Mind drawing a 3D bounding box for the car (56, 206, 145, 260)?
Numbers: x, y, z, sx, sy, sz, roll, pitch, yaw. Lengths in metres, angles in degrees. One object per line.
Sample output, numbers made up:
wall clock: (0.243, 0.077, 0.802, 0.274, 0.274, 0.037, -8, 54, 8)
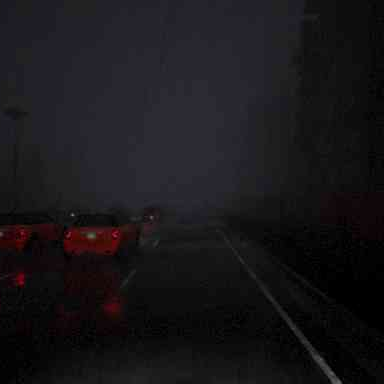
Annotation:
car: (-3.400, 1.546, 13.369, 2.097, 1.767, 4.553, 0, -1, 0)

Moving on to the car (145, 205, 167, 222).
car: (-3.391, 1.946, 30.464, 1.837, 1.490, 4.892, 0, -1, 0)

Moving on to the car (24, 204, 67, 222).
car: (-13.890, 1.940, 31.941, 1.882, 1.535, 5.008, 0, -1, 0)

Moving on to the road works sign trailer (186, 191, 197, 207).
road works sign trailer: (0.028, 1.541, 74.480, 2.380, 3.560, 2.880, 0, -1, 0)

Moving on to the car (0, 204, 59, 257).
car: (-6.898, 1.557, 14.081, 2.097, 1.767, 4.553, 0, -1, 0)

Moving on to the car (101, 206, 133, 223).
car: (-6.891, 2.013, 30.985, 1.994, 1.385, 4.181, 0, -1, 0)

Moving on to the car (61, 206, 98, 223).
car: (-10.391, 2.012, 30.985, 1.994, 1.385, 4.181, 0, -1, 0)
